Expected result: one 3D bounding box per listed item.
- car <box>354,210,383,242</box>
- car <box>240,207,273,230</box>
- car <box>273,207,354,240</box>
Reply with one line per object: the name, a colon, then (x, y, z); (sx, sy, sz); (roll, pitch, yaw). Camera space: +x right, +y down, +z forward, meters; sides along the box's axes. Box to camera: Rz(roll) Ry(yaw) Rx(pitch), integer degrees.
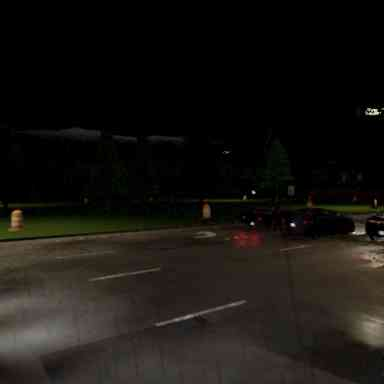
car: (9.727, 1.448, 14.979); (4.902, 1.511, 2.128); (0, 0, -35)
car: (5.349, 1.557, 20.754); (4.718, 1.301, 1.895); (0, 0, -35)
car: (6.412, 1.524, 16.914); (4.181, 1.385, 1.994); (0, 0, -35)
